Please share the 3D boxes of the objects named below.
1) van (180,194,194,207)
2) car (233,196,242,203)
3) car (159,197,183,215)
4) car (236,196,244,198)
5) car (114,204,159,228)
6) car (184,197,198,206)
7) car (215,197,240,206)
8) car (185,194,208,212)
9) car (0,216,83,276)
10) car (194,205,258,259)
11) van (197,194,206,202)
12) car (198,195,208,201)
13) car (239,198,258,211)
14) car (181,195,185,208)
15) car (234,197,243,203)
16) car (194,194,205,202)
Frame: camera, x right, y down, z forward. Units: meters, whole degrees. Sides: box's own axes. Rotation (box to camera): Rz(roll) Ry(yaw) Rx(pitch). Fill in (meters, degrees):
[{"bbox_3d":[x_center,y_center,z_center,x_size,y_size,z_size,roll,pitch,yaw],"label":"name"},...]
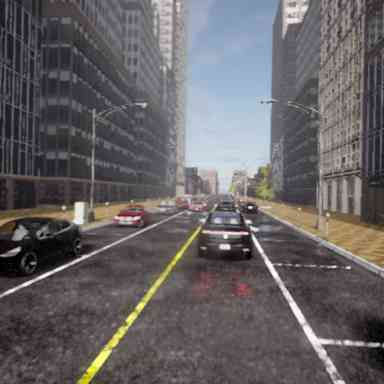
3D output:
[{"bbox_3d":[-0.718,1.266,49.675,1.690,1.788,3.998,2,0,6],"label":"van"},{"bbox_3d":[10.554,1.655,77.278,1.752,1.417,4.829,2,0,6],"label":"car"},{"bbox_3d":[-2.480,1.460,32.689,2.008,1.369,4.403,2,0,6],"label":"car"},{"bbox_3d":[8.783,1.560,60.123,1.967,1.590,4.097,2,0,6],"label":"car"},{"bbox_3d":[-3.651,1.479,21.363,1.802,1.307,4.206,2,0,6],"label":"car"},{"bbox_3d":[-0.139,1.511,55.338,1.802,1.307,4.206,2,0,6],"label":"car"},{"bbox_3d":[3.086,1.541,30.239,1.837,1.490,4.892,1,0,6],"label":"car"},{"bbox_3d":[0.771,1.325,38.386,2.097,1.767,4.553,1,0,6],"label":"car"},{"bbox_3d":[-4.821,1.449,10.041,1.947,1.339,4.313,2,0,6],"label":"car"},{"bbox_3d":[1.286,1.509,12.833,2.128,1.511,4.902,1,0,6],"label":"car"},{"bbox_3d":[2.209,1.283,77.985,1.690,1.788,3.998,2,0,6],"label":"van"},{"bbox_3d":[2.788,1.511,83.648,1.947,1.339,4.313,2,0,6],"label":"car"},{"bbox_3d":[6.438,1.668,37.477,1.947,1.339,4.313,2,0,6],"label":"car"},{"bbox_3d":[-1.309,1.464,44.013,1.887,1.381,4.507,2,0,6],"label":"car"},{"bbox_3d":[9.950,1.709,71.447,1.802,1.307,4.206,2,0,6],"label":"car"},{"bbox_3d":[1.621,1.379,72.322,1.967,1.590,4.097,2,0,6],"label":"car"}]
